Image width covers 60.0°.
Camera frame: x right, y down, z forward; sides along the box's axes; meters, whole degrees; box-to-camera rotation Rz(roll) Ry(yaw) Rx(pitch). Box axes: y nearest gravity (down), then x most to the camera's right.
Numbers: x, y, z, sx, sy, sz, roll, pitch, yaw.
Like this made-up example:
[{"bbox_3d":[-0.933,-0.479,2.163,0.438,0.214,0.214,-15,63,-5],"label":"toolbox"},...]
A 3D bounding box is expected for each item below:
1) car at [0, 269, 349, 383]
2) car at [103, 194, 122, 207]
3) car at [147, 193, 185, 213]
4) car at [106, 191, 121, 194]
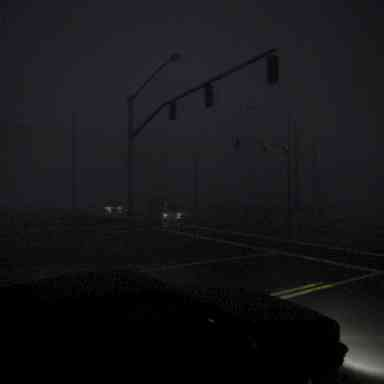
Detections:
[{"bbox_3d":[-0.815,1.541,3.187,5.357,1.411,2.033,0,0,-33],"label":"car"},{"bbox_3d":[-12.155,1.430,50.251,1.812,1.442,4.674,0,0,-29],"label":"car"},{"bbox_3d":[-3.161,1.290,36.633,2.097,1.767,4.553,0,0,-34],"label":"car"},{"bbox_3d":[-15.460,0.716,65.431,2.150,2.045,5.566,0,0,6],"label":"car"}]
